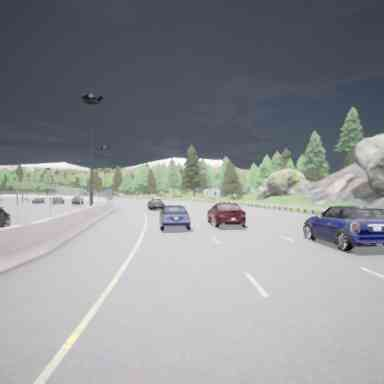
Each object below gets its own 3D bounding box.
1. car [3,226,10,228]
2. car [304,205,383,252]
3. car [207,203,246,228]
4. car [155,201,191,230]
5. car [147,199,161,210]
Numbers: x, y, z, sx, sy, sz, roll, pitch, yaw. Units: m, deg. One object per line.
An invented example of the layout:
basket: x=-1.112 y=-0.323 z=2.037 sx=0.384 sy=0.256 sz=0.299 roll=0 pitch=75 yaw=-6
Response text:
car: x=-11.620 y=1.521 z=18.129 sx=1.837 sy=1.490 sz=4.892 roll=0 pitch=0 yaw=-6
car: x=6.472 y=1.332 z=13.993 sx=2.097 sy=1.767 sz=4.553 roll=0 pitch=0 yaw=-4
car: x=2.208 y=1.462 z=22.308 sx=1.882 sy=1.535 sz=5.008 roll=0 pitch=0 yaw=-6
car: x=-1.165 y=1.540 z=21.280 sx=2.033 sy=1.411 sz=5.357 roll=0 pitch=0 yaw=-6
car: x=-4.601 y=1.554 z=42.137 sx=1.994 sy=1.385 sz=4.181 roll=0 pitch=0 yaw=-12
